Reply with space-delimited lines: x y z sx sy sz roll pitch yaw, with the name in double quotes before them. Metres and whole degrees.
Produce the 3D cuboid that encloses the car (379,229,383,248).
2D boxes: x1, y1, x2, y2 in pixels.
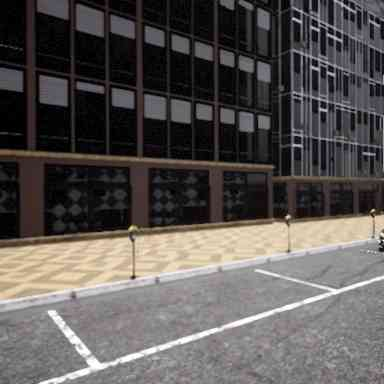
"car" 8.984 1.489 12.961 4.403 1.369 2.008 0 0 -35
